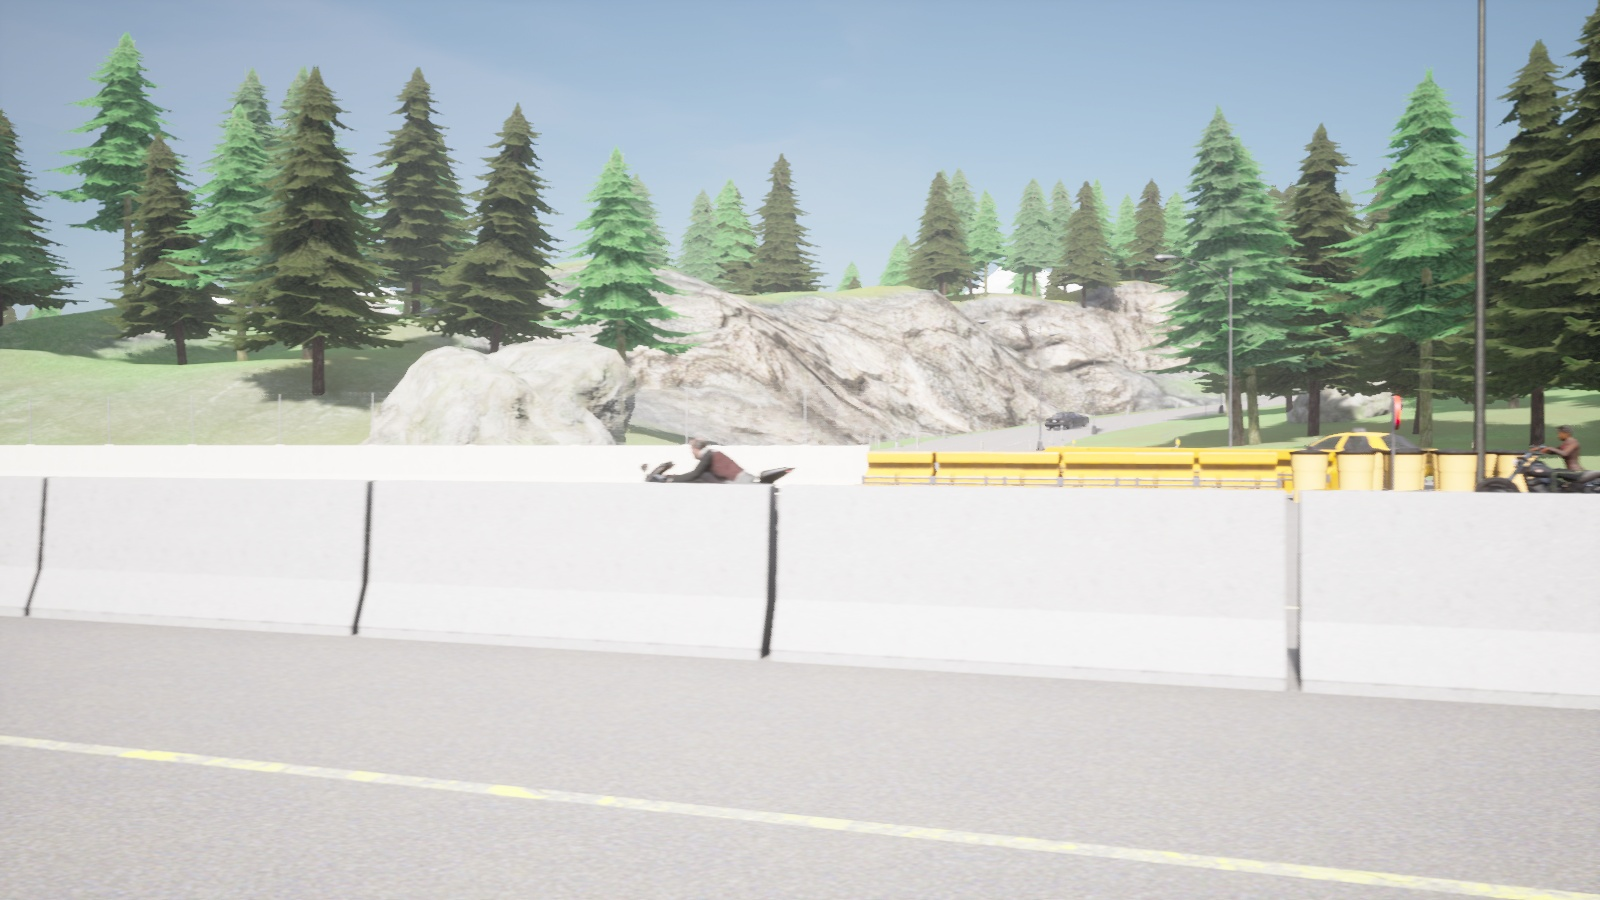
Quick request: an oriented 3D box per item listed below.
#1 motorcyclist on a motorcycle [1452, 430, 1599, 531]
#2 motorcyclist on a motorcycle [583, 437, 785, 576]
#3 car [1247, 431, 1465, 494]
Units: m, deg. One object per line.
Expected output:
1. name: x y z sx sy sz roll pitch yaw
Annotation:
1. motorcyclist on a motorcycle: 12.383 0.484 21.181 2.350 1.649 0.766 0 1 19
2. motorcyclist on a motorcycle: -1.361 0.620 14.729 2.191 1.530 0.866 1 1 19
3. car: 15.026 0.272 34.320 1.801 1.575 5.366 0 1 -31
